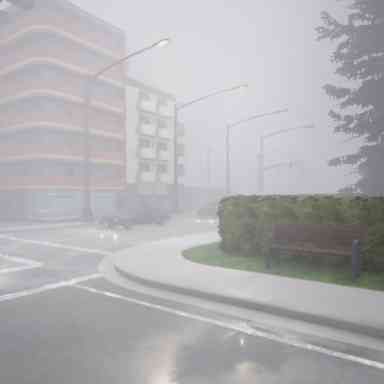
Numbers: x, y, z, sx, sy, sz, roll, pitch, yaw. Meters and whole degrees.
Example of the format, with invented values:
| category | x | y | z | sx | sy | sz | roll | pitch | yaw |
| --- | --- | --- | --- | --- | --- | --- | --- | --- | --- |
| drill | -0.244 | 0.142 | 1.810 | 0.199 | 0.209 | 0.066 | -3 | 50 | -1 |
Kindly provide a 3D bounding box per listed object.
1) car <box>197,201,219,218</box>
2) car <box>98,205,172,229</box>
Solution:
| category | x | y | z | sx | sy | sz | roll | pitch | yaw |
| --- | --- | --- | --- | --- | --- | --- | --- | --- | --- |
| car | 2.283 | 1.556 | 30.515 | 1.812 | 1.442 | 4.674 | 0 | 0 | 36 |
| car | -3.631 | 1.577 | 22.311 | 2.033 | 1.411 | 5.357 | 0 | 0 | 36 |
